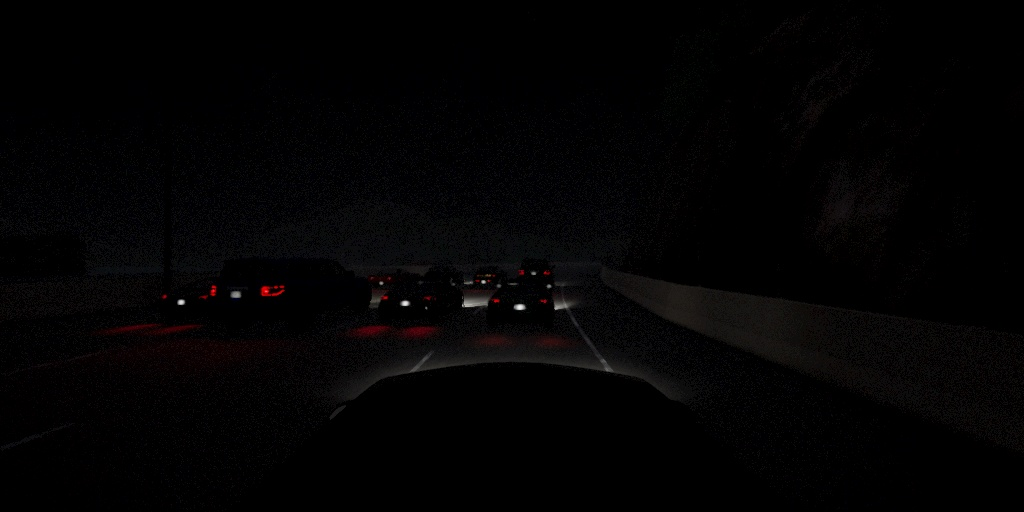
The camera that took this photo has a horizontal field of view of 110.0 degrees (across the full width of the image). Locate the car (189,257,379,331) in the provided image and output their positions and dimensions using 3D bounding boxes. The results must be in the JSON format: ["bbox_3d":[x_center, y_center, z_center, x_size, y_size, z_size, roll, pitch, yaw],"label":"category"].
[{"bbox_3d":[-6.679,1.066,11.613,2.150,2.045,5.566,0,0,4],"label":"car"}]

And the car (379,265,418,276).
[{"bbox_3d":[-8.567,1.589,26.682,1.895,1.301,4.718,0,-1,9],"label":"car"}]

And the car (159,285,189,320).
[{"bbox_3d":[-10.061,1.420,13.083,1.994,1.385,4.181,0,0,5],"label":"car"}]

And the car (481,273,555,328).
[{"bbox_3d":[0.372,1.411,11.893,1.994,1.385,4.181,0,-1,5],"label":"car"}]

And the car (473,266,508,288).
[{"bbox_3d":[-1.514,1.495,26.423,1.837,1.490,4.892,0,0,9],"label":"car"}]

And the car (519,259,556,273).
[{"bbox_3d":[1.771,1.199,24.901,2.150,2.045,5.566,0,0,9],"label":"car"}]

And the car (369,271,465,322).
[{"bbox_3d":[-3.061,1.421,12.822,1.994,1.385,4.181,0,0,5],"label":"car"}]

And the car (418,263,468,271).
[{"bbox_3d":[-4.989,1.498,26.854,1.837,1.490,4.892,0,0,9],"label":"car"}]
